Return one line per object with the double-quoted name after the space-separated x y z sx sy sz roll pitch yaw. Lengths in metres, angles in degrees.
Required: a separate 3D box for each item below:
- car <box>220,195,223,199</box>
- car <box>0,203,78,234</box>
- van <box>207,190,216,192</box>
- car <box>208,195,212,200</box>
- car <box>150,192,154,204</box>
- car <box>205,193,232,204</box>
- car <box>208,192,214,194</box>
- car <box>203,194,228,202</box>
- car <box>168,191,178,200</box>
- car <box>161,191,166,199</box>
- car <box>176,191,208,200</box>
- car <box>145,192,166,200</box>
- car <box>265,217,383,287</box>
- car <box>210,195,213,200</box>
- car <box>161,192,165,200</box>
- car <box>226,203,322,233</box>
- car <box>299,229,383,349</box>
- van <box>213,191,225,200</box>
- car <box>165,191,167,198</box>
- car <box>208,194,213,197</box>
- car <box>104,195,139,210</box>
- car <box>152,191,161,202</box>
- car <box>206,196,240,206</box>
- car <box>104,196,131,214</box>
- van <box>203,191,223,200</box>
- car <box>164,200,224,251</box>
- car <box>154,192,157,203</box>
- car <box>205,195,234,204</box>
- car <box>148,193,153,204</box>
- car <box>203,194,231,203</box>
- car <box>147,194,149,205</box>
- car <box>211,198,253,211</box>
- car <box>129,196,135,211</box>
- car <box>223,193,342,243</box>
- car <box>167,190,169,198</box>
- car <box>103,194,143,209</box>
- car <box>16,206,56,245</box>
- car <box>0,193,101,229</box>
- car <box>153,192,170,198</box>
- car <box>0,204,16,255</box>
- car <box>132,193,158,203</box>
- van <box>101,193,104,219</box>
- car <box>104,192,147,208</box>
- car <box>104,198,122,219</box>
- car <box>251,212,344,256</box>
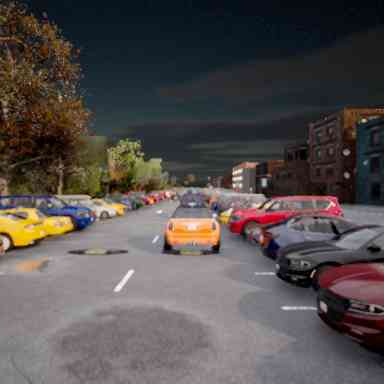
4.591 1.313 24.552 4.553 1.767 2.185 0 0 0 "car"
-8.712 1.483 16.299 5.366 1.575 1.946 0 0 0 "car"
4.694 1.071 46.881 4.442 1.987 1.878 0 0 0 "van"
4.574 1.370 35.811 5.008 1.535 2.097 0 0 0 "car"
-8.469 1.150 49.716 4.553 1.767 2.185 0 0 0 "car"
4.617 1.089 58.077 4.553 1.767 2.185 0 0 0 "car"
4.606 1.189 44.161 4.553 1.767 2.185 0 0 0 "car"
4.599 1.149 66.428 4.892 1.521 2.231 0 0 0 "car"
-3.443 1.149 71.718 2.128 1.511 4.902 0 0 0 "car"
-8.490 1.124 69.213 5.008 1.535 2.097 0 0 0 "car"
0.024 1.149 28.999 2.150 2.045 5.566 0 0 0 "car"
-8.447 0.930 77.566 4.553 1.767 2.185 0 0 0 "car"
4.551 1.517 7.973 5.008 1.535 2.097 0 0 0 "car"
4.561 1.387 33.028 5.008 1.535 2.097 0 0 0 "car"
-8.457 1.177 66.427 4.792 1.488 2.163 0 0 0 "car"
4.560 1.470 19.112 5.008 1.535 2.097 0 0 0 "car"
4.550 1.513 5.184 5.008 1.535 2.097 0 0 0 "car"
4.447 1.179 30.244 4.442 1.987 1.878 0 0 0 "van"
-8.668 1.099 71.873 5.366 1.575 1.946 0 0 0 "car"
4.758 1.331 41.378 5.366 1.575 1.946 0 0 0 "car"
-8.540 1.399 35.792 4.792 1.488 2.163 0 0 0 "car"
-8.468 0.983 55.287 5.566 2.045 2.435 0 0 0 "car"
4.609 1.306 49.729 4.792 1.488 2.163 0 0 0 "car"
-8.521 1.404 30.224 5.008 1.535 2.097 0 0 0 "car"
4.715 0.854 74.651 4.442 1.987 1.878 0 0 0 "van"
0.014 1.334 14.048 2.097 1.767 4.553 0 -1 0 "car"
-8.503 1.255 52.502 5.008 1.535 2.097 0 0 0 "car"
4.581 1.275 55.295 4.674 1.452 2.002 0 0 0 "car"
-8.497 1.295 46.933 5.008 1.535 2.097 0 0 0 "car"
4.582 1.193 60.862 4.892 1.521 2.231 0 0 0 "car"
-8.508 1.354 44.149 4.674 1.452 2.002 0 0 0 "car"
4.568 1.393 38.596 4.674 1.452 2.002 0 0 0 "car"
-8.520 1.388 33.009 4.892 1.521 2.231 0 0 0 "car"
4.525 1.235 16.327 5.566 2.045 2.435 0 0 0 "car"
-8.509 0.828 74.655 5.566 2.045 2.435 0 0 0 "car"
-8.476 1.208 41.362 4.553 1.767 2.185 0 0 0 "car"
-8.524 1.502 13.391 5.008 1.535 2.097 0 0 0 "car"
-8.496 1.218 19.083 5.566 2.045 2.435 0 0 0 "car"
-8.436 0.814 91.491 4.553 1.767 2.185 0 0 0 "car"
-8.563 1.388 10.605 4.553 1.767 2.185 0 0 0 "car"
-8.523 1.066 60.857 4.553 1.767 2.185 0 0 0 "car"
-8.406 1.228 21.868 4.442 1.987 1.878 0 0 0 "van"
-8.481 1.101 38.578 5.566 2.045 2.435 0 0 0 "car"
-8.521 1.461 27.439 4.674 1.452 2.002 0 0 0 "car"
4.578 1.543 10.760 4.792 1.488 2.163 0 0 0 "car"
